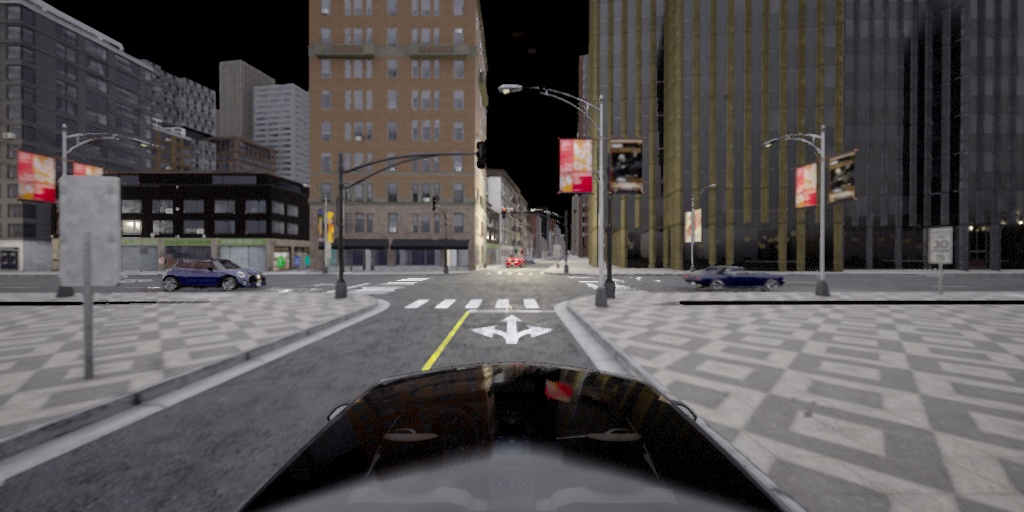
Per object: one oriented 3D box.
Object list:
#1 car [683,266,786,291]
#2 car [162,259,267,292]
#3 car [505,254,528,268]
[{"bbox_3d":[12.153,1.207,19.724,4.718,1.301,1.895,0,0,0],"label":"car"},{"bbox_3d":[-16.097,0.972,19.593,4.553,1.767,2.097,0,0,0],"label":"car"},{"bbox_3d":[0.520,0.658,51.362,2.150,2.045,5.566,0,0,10],"label":"car"}]
